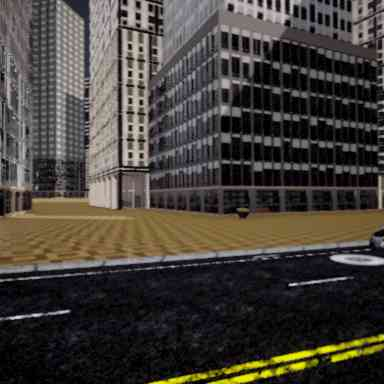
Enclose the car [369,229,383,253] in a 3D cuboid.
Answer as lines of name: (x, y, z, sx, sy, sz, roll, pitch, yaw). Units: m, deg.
car: (9.125, 1.660, 12.976, 4.674, 1.442, 1.812, 0, -1, -23)
